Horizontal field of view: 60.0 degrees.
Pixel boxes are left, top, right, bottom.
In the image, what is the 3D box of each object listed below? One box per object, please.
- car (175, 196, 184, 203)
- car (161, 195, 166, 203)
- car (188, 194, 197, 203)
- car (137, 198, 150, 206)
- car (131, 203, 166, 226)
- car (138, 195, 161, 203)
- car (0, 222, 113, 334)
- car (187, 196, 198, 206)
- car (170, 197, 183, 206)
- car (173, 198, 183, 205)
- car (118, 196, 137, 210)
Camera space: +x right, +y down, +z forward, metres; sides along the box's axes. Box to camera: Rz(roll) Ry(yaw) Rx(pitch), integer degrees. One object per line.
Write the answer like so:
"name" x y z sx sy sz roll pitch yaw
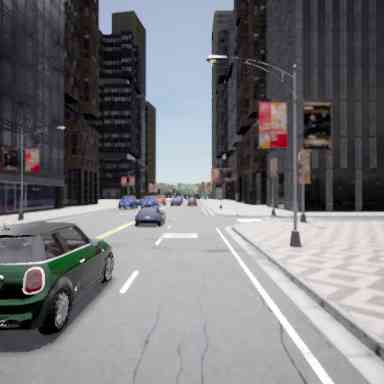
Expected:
"car" -3.147 1.904 83.850 1.882 1.535 5.008 0 0 0
"car" -6.423 1.713 66.784 2.150 2.045 5.566 0 0 0
"car" 0.103 1.652 83.877 2.150 2.045 5.566 0 0 0
"car" -9.670 2.014 66.807 1.812 1.442 4.674 0 0 0
"car" -3.118 1.778 25.471 1.994 1.385 4.181 0 0 0
"car" -6.518 1.612 50.948 2.150 2.045 5.566 0 0 0
"car" -3.141 1.413 7.032 2.097 1.767 4.553 0 0 0
"car" 0.078 1.995 63.608 1.812 1.442 4.674 0 0 0
"car" -3.172 1.998 64.028 1.812 1.442 4.674 0 0 0
"car" -3.159 2.074 74.128 2.033 1.411 5.357 0 0 0
"car" -9.766 1.612 50.943 2.150 2.045 5.566 0 0 0
